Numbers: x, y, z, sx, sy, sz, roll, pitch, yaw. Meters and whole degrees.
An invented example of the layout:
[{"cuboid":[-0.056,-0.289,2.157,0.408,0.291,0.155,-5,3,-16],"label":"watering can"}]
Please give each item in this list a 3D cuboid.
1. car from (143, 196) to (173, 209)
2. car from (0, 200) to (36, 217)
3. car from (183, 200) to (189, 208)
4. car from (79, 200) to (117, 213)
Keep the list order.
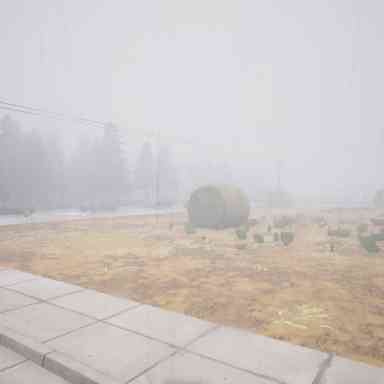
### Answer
[{"cuboid":[-4.677,1.379,45.766,2.097,1.767,4.553,0,0,35],"label":"car"},{"cuboid":[-16.551,1.518,29.728,2.128,1.511,4.902,0,0,37],"label":"car"},{"cuboid":[0.621,1.590,46.676,1.994,1.385,4.181,0,0,37],"label":"car"},{"cuboid":[-10.627,1.591,37.714,1.994,1.385,4.181,0,0,37],"label":"car"}]
